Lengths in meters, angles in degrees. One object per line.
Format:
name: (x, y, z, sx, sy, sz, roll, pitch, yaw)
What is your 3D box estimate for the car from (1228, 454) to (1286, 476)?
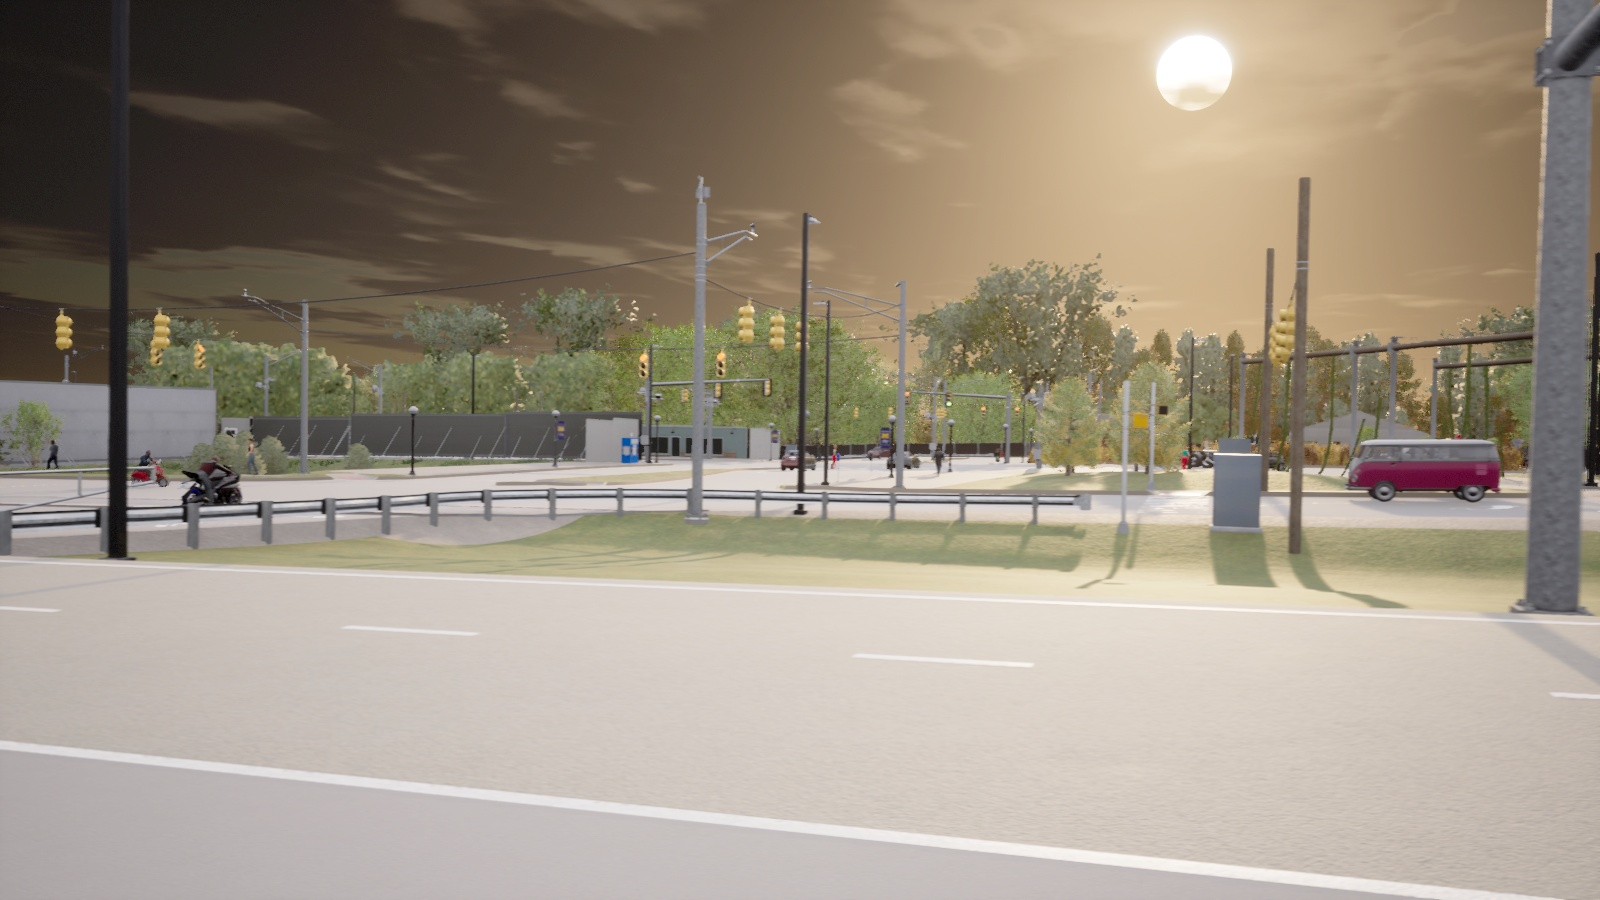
car: (33.323, 1.067, 91.516, 4.193, 1.474, 1.816, 0, 2, -33)

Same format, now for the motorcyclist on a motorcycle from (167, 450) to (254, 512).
motorcyclist on a motorcycle: (-15.977, 0.812, 34.102, 0.866, 1.530, 2.191, 1, 2, 16)

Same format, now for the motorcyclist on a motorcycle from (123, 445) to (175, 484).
motorcyclist on a motorcycle: (-27.614, 0.598, 53.309, 1.817, 1.590, 0.866, 1, 1, 12)

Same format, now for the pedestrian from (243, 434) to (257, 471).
pedestrian: (-27.528, 0.123, 62.846, 0.594, 1.836, 0.345, 1, 2, -28)

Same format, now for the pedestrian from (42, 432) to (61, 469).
pedestrian: (-39.864, 0.025, 66.870, 0.788, 1.949, 0.423, 2, 1, 18)

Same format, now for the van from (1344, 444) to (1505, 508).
van: (20.095, 0.800, 40.589, 4.442, 1.987, 1.775, 0, 1, 18)

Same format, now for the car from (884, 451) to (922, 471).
car: (7.944, 0.848, 96.757, 1.994, 1.385, 4.181, 1, 1, 18)

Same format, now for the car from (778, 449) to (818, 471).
car: (-0.131, 0.707, 89.398, 1.970, 1.475, 3.806, 1, 0, 14)

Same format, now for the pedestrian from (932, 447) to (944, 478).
pedestrian: (8.494, 0.770, 77.392, 0.563, 1.883, 0.849, 2, 1, 14)
